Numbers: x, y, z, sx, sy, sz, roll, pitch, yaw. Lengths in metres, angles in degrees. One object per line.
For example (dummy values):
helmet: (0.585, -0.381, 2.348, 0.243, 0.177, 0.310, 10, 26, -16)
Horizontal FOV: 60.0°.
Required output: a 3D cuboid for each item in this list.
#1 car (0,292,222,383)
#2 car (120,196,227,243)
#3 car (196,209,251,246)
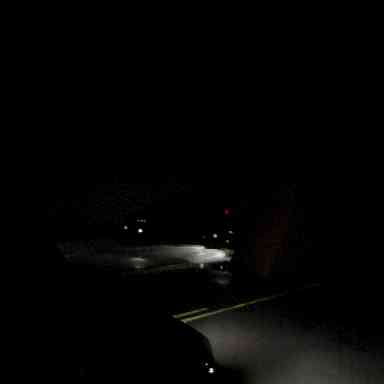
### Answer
car: (-1.976, 1.504, 2.337, 4.892, 1.490, 1.837, 0, 0, -36)
car: (-0.687, 1.222, 16.401, 5.566, 2.045, 2.150, 0, 0, -36)
car: (2.546, 1.565, 14.408, 4.181, 1.385, 1.994, 0, 0, -36)
